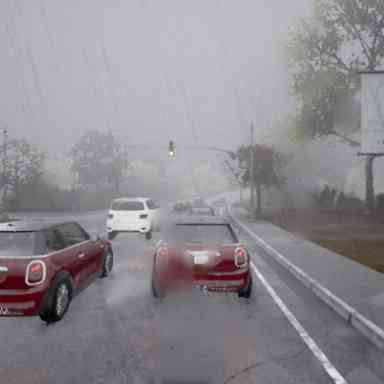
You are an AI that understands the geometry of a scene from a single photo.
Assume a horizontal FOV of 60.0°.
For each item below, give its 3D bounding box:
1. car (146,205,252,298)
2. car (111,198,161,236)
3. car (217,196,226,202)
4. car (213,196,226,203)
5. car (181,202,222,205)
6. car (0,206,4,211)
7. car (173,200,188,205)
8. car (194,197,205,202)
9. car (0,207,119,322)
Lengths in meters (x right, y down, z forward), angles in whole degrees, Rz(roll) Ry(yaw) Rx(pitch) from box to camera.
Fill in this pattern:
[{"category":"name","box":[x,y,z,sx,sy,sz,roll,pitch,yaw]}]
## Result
[{"category":"car","box":[0.233,1.392,8.788,2.097,1.767,4.553,0,0,1]},{"category":"car","box":[-2.997,1.310,18.248,2.150,2.045,5.566,0,0,2]},{"category":"car","box":[7.601,1.786,85.143,1.812,1.442,4.674,0,0,10]},{"category":"car","box":[5.920,1.937,75.049,1.895,1.301,4.718,0,0,9]},{"category":"car","box":[0.575,1.584,19.859,2.128,1.511,4.902,0,0,2]},{"category":"car","box":[-21.524,1.724,34.287,4.181,1.385,1.994,0,0,6]},{"category":"car","box":[-1.282,1.721,42.286,1.812,1.442,4.674,0,0,6]},{"category":"car","box":[1.465,1.819,67.978,1.837,1.490,4.892,0,0,8]},{"category":"car","box":[-3.286,1.386,7.470,2.097,1.767,4.553,0,0,1]}]
